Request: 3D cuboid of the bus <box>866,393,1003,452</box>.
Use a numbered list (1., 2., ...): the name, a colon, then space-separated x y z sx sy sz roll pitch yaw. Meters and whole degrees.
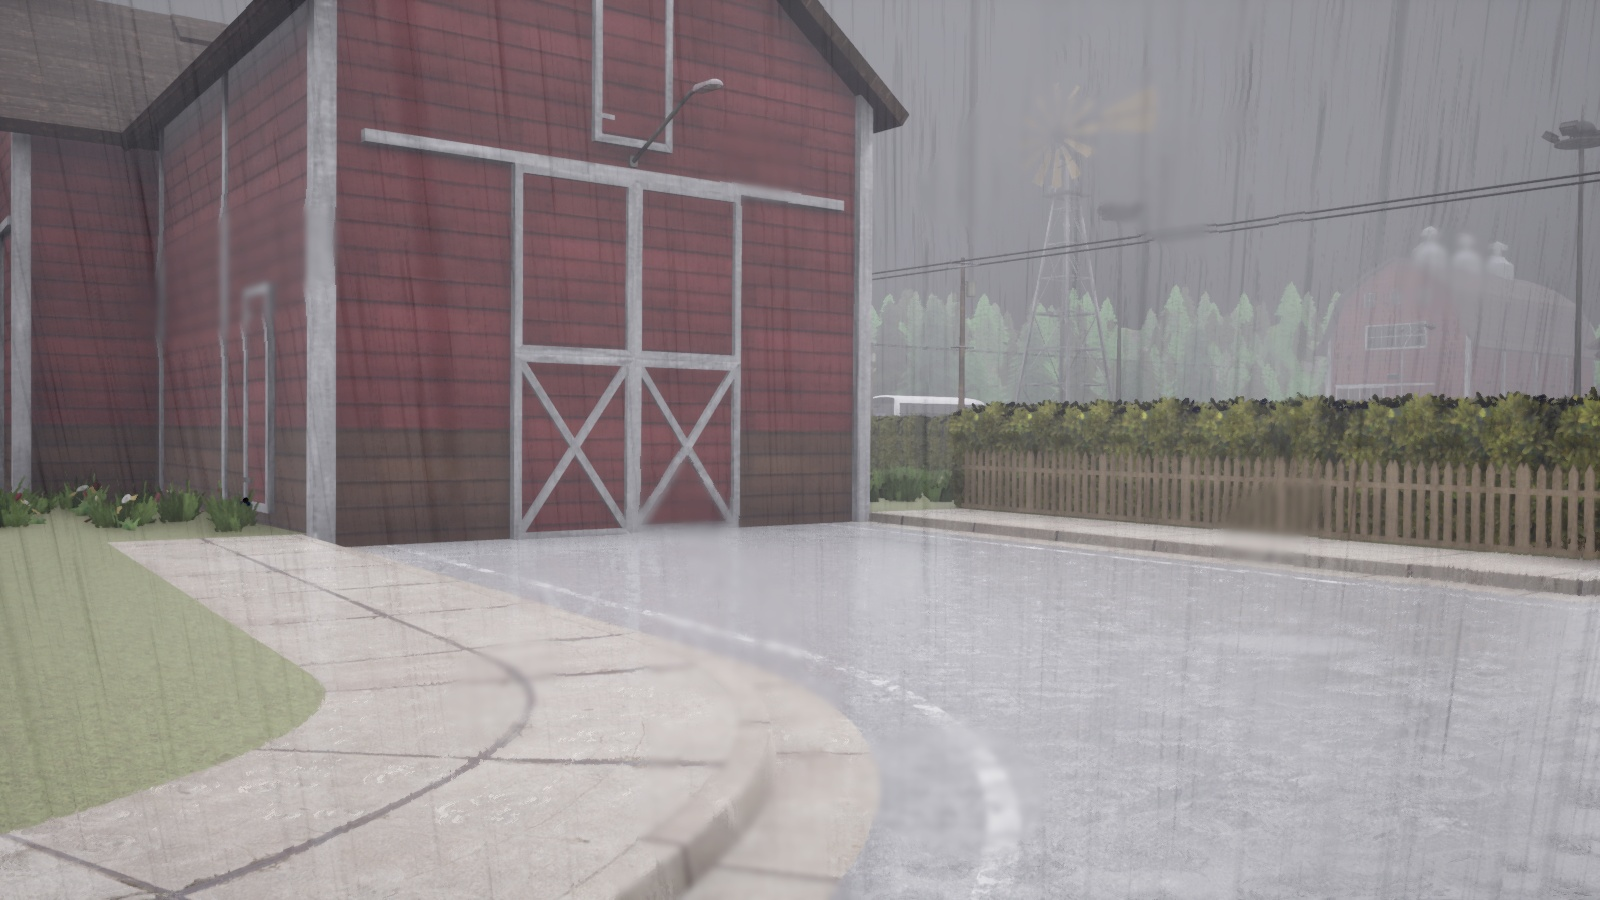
1. bus: 10.167 -2.078 94.175 10.273 4.253 3.944 -1 1 -37
